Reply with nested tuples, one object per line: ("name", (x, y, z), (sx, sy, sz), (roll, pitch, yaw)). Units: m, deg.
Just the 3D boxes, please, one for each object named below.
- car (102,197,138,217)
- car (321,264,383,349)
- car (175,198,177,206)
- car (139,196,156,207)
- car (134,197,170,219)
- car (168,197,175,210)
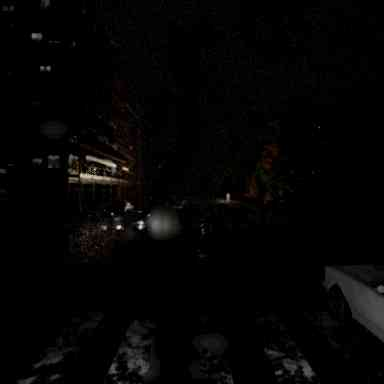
("car", (-6.585, 1.428, 30.169), (2.033, 1.411, 5.357), (0, 0, 0))
("car", (3.353, 1.583, 4.143), (1.895, 1.301, 4.718), (0, 0, 0))
("car", (-3.296, 1.376, 49.204), (1.994, 1.385, 4.181), (0, 0, 1))
("car", (-6.550, 1.376, 49.174), (1.994, 1.385, 4.181), (0, 0, 0))
("car", (-3.333, 1.434, 28.493), (2.033, 1.411, 5.357), (0, 0, 0))
("car", (-3.324, 1.329, 38.005), (1.882, 1.535, 5.008), (0, 0, 0))
